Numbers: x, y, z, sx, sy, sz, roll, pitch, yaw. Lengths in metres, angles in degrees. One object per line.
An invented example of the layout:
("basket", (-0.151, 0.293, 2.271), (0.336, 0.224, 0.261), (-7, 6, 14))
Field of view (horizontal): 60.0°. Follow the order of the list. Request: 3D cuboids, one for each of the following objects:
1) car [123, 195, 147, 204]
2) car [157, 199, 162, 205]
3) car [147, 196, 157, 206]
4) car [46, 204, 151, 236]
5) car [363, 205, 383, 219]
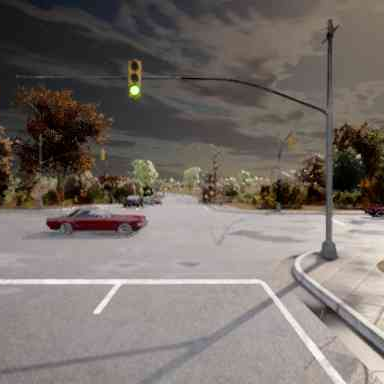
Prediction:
("car", (-7.192, 1.146, 41.263), (1.882, 1.535, 5.008), (0, -1, 1))
("car", (-7.153, 2.042, 67.930), (2.033, 1.411, 5.357), (0, -2, 0))
("car", (-7.198, 1.447, 52.979), (1.837, 1.490, 4.892), (0, -1, 1))
("car", (-4.657, 1.450, 16.792), (4.718, 1.301, 1.895), (0, 1, 4))
("car", (15.382, 1.276, 24.609), (4.718, 1.301, 1.895), (-1, 1, 13))
